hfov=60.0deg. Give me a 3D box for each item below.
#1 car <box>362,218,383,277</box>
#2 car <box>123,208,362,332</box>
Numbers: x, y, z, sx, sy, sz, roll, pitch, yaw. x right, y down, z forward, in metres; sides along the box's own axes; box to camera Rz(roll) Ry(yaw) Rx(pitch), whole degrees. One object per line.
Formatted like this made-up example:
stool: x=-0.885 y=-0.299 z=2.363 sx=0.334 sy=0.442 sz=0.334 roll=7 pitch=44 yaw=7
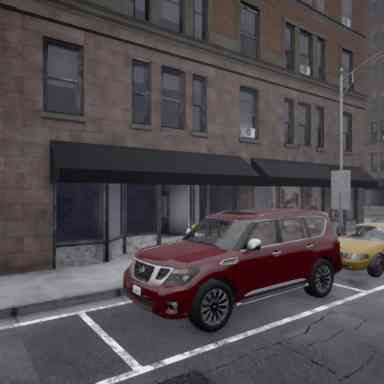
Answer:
car: x=5.612 y=1.525 z=10.200 sx=4.829 sy=1.417 sz=1.752 roll=0 pitch=0 yaw=-35
car: x=1.127 y=1.315 z=7.003 sx=5.009 sy=1.841 sz=2.192 roll=0 pitch=0 yaw=-35
